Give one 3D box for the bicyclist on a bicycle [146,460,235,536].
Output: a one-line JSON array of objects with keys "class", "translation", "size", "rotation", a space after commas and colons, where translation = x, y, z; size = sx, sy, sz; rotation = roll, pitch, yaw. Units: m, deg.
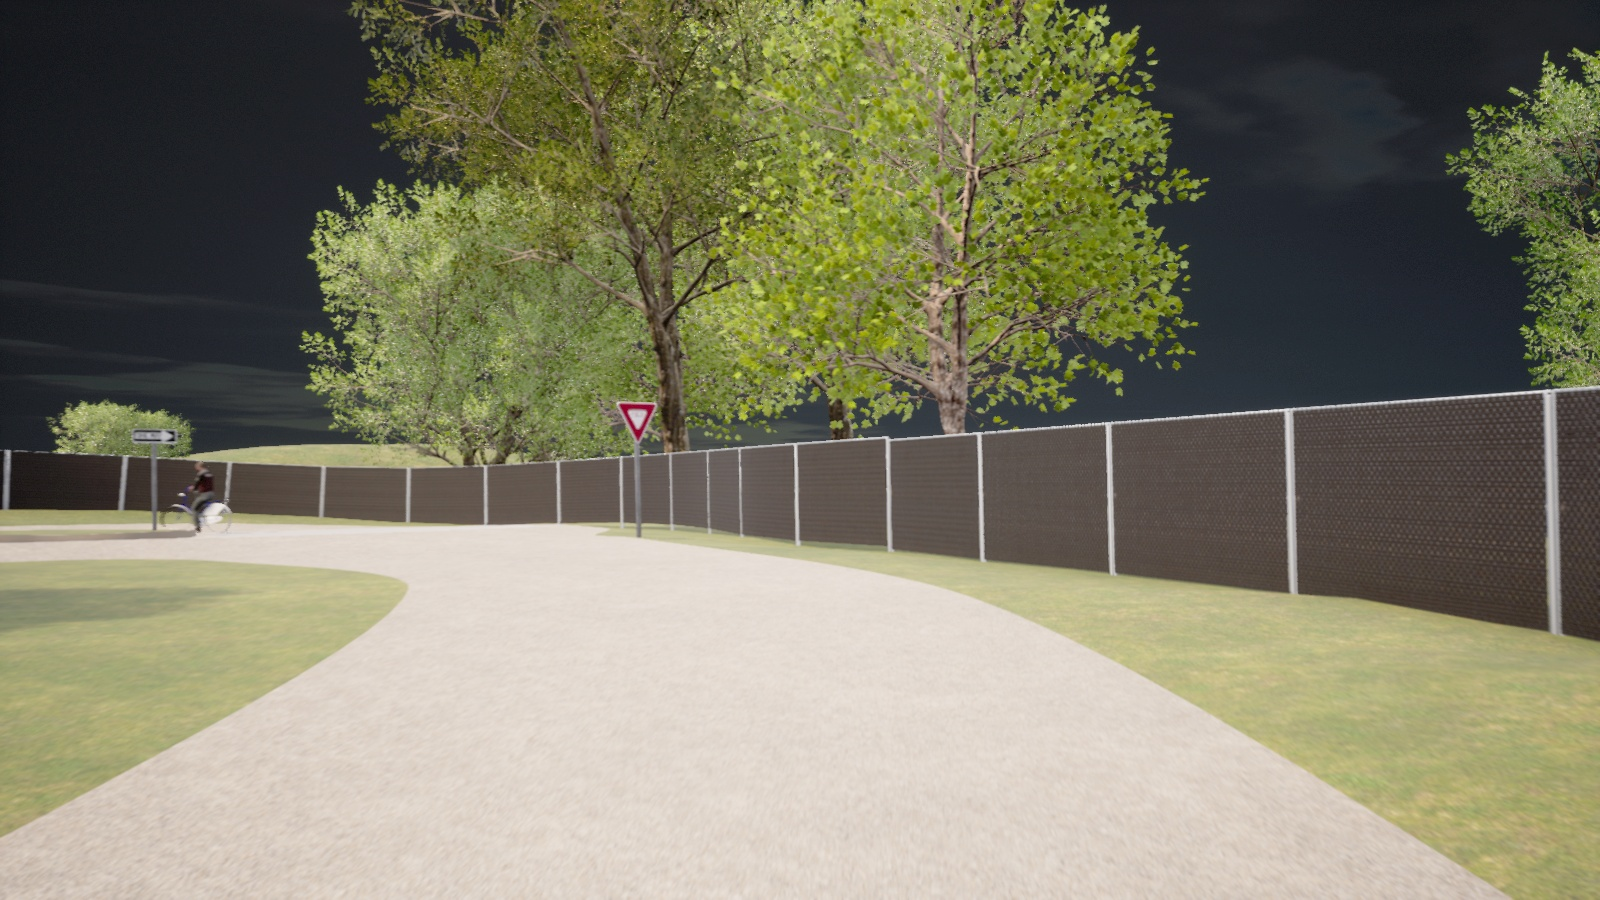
[{"class": "bicyclist on a bicycle", "translation": [-14.788, 1.163, 30.472], "size": [1.843, 1.776, 0.659], "rotation": [-1, 2, 10]}]
